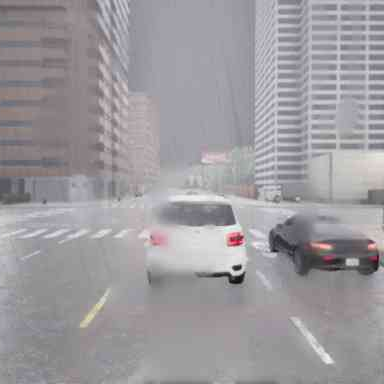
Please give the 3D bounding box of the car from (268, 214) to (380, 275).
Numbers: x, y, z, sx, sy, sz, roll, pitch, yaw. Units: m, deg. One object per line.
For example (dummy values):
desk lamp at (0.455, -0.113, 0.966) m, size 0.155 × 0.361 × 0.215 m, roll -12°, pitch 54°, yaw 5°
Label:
car at (3.574, 1.364, 9.730) m, size 1.812 × 1.442 × 4.674 m, roll 0°, pitch 1°, yaw 0°

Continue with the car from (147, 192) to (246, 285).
car at (0.072, 1.070, 9.214) m, size 2.150 × 2.045 × 5.566 m, roll 0°, pitch 1°, yaw -1°

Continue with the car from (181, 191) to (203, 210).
car at (-0.033, 0.797, 33.586) m, size 2.097 × 1.767 × 4.553 m, roll 0°, pitch 1°, yaw 0°
